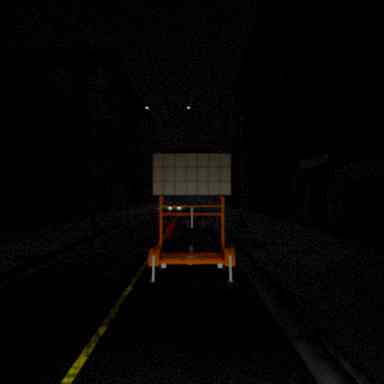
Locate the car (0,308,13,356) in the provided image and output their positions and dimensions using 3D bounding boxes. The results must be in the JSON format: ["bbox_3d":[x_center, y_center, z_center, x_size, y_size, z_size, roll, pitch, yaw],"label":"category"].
[{"bbox_3d":[-3.101,1.615,1.798,1.895,1.301,4.718,0,0,0],"label":"car"}]

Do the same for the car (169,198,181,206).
[{"bbox_3d":[-3.008,1.869,60.004,1.882,1.535,5.008,0,0,0],"label":"car"}]

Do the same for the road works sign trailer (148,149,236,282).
[{"bbox_3d":[-0.002,0.537,9.927,2.380,3.560,2.880,0,0,0],"label":"road works sign trailer"}]
